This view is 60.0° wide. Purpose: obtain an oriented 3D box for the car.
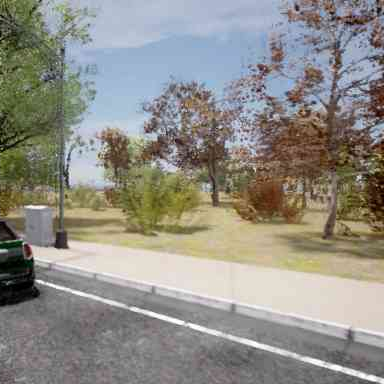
[{"bbox_3d":[-5.698,1.332,7.753,4.553,1.767,2.097,0,0,36],"label":"car"}]
